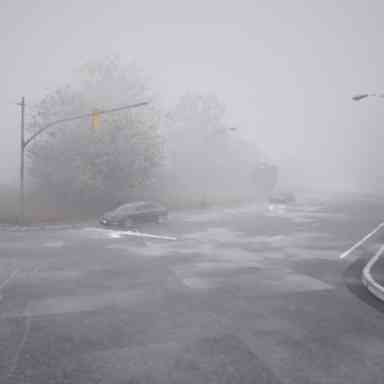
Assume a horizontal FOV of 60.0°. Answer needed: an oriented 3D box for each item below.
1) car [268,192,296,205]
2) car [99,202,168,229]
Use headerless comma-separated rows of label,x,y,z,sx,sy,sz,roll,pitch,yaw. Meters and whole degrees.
car,11.250,0.683,41.053,2.033,1.411,5.357,1,3,36
car,-3.464,1.390,20.482,1.837,1.490,4.892,1,1,36
